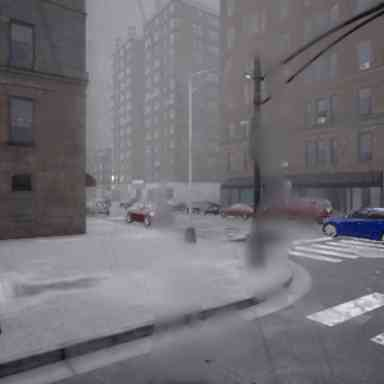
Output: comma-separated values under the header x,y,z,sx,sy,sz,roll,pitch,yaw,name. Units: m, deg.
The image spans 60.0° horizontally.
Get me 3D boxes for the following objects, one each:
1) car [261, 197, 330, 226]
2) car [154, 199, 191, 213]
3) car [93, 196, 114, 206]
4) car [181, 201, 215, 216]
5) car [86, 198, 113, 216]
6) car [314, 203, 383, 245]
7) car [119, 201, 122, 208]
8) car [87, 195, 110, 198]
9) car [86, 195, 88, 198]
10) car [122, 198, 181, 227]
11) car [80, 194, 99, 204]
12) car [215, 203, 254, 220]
x,y,z,sx,sy,sz,roll,pitch,yaw,name
7.310,1.278,23.071,2.192,1.841,5.009,0,0,-35,car
-2.220,1.498,36.628,2.008,1.369,4.403,0,0,-35,car
-14.677,1.427,54.847,1.837,1.490,4.892,0,0,-35,car
0.957,1.519,32.109,1.947,1.339,4.313,0,0,-35,car
-9.182,1.513,31.706,2.008,1.369,4.403,0,0,-35,car
8.091,1.454,14.794,1.882,1.535,5.008,1,0,-22,car
-8.573,1.502,45.666,1.947,1.339,4.313,0,0,-35,car
-12.721,1.463,46.699,1.812,1.442,4.674,0,0,-35,car
-17.944,1.418,54.025,2.128,1.511,4.902,0,0,-35,car
-2.827,1.413,22.666,1.967,1.590,4.097,0,0,-35,car
-18.713,1.267,60.530,2.097,1.767,4.553,0,0,-35,car
4.134,1.540,27.590,1.802,1.307,4.206,0,0,-35,car
